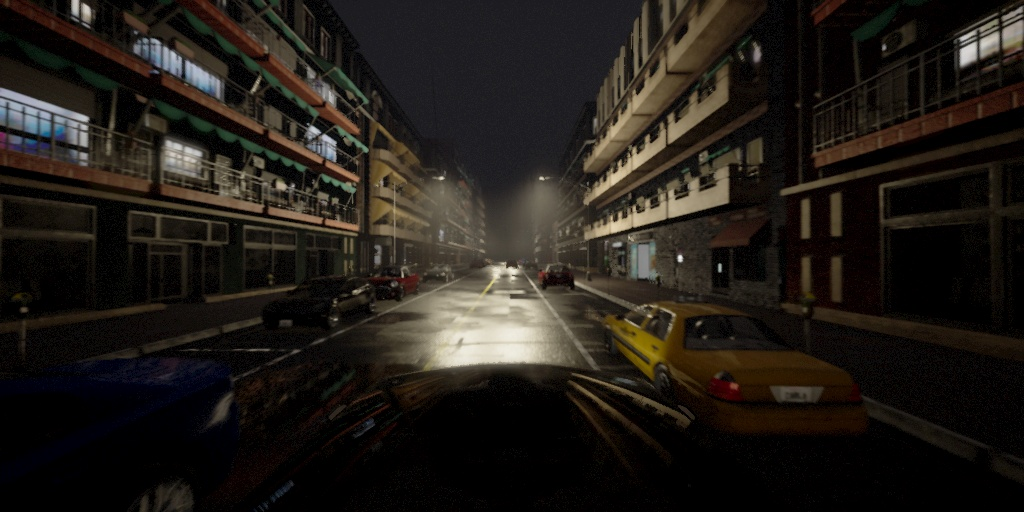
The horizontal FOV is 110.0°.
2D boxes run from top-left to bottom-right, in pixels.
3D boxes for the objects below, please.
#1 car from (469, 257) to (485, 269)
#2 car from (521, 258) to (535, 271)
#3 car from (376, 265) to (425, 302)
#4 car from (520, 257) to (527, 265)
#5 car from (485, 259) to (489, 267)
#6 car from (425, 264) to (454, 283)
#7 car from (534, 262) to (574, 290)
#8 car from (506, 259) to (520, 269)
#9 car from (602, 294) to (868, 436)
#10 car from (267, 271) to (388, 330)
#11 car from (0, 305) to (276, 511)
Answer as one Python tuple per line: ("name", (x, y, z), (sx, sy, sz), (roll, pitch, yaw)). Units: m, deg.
("car", (-5.706, 1.345, 56.515), (1.888, 1.381, 4.507), (0, 0, 0))
("car", (2.676, 1.341, 50.852), (2.007, 1.370, 4.403), (0, 0, 0))
("car", (-5.695, 1.193, 16.862), (1.967, 1.591, 4.097), (0, 0, 0))
("car", (2.673, 1.361, 62.181), (2.007, 1.370, 4.403), (0, 0, 0))
("car", (-5.708, 1.125, 62.180), (2.192, 1.841, 5.009), (0, 0, 0))
("car", (-5.698, 1.328, 28.192), (1.948, 1.339, 4.313), (0, 0, 0))
("car", (2.684, 1.197, 22.529), (1.967, 1.591, 4.097), (0, 0, 0))
("car", (-0.018, 1.283, 59.730), (1.882, 1.535, 5.008), (0, 0, 0))
("car", (2.689, 1.275, 5.707), (1.751, 1.417, 4.829), (0, 0, 0))
("car", (-5.693, 1.317, 11.200), (1.948, 1.339, 4.313), (0, 0, 0))
("car", (-3.093, 1.228, 0.728), (1.882, 1.535, 5.008), (0, 0, 0))
